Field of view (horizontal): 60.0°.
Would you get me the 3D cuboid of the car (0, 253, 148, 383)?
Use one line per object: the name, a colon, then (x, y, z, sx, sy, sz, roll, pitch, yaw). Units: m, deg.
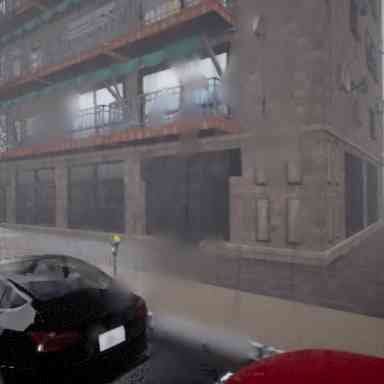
car: (-2.525, 1.557, 4.691, 4.313, 1.339, 1.947, 0, -1, 36)

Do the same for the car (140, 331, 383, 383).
car: (2.090, 1.547, 1.395, 4.507, 1.381, 1.887, 0, -1, 36)
